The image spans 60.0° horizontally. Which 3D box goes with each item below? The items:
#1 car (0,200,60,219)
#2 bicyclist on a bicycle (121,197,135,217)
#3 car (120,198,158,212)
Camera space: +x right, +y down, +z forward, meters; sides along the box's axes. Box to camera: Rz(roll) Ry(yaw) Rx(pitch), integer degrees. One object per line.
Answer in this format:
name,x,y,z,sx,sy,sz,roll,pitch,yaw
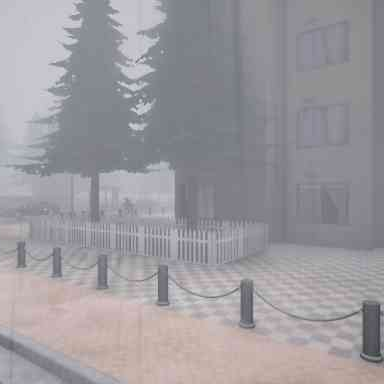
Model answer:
car,-13.994,1.476,28.913,2.128,1.511,4.902,0,0,37
bicyclist on a bicycle,-5.388,1.285,27.873,1.656,1.620,0.582,0,0,37
car,-6.176,1.462,39.195,1.882,1.535,5.008,0,0,37
